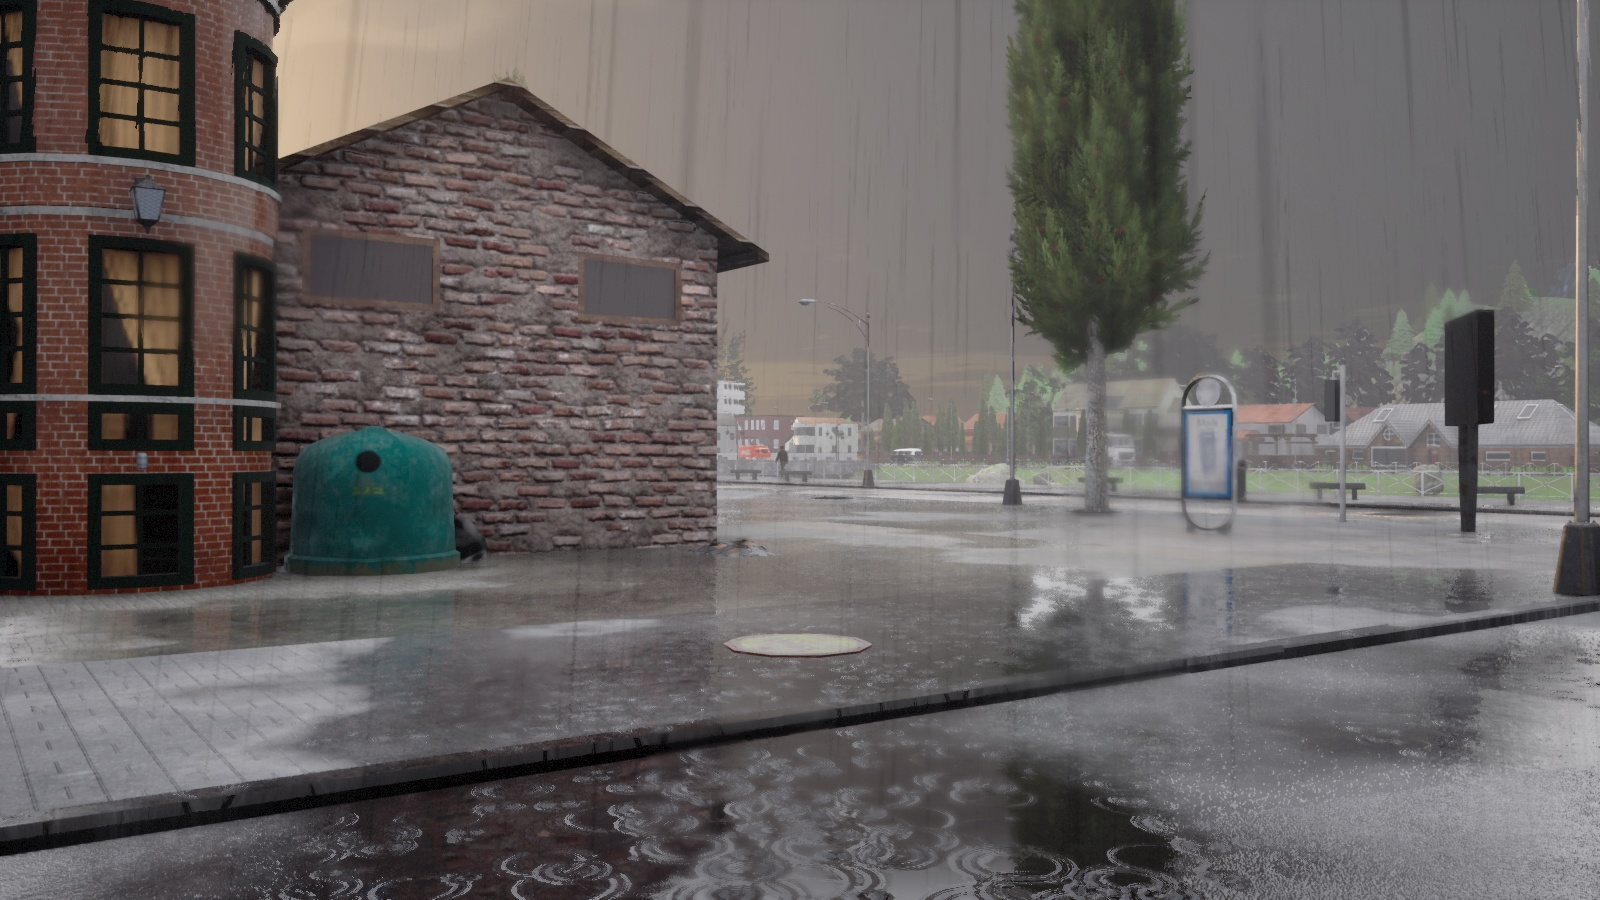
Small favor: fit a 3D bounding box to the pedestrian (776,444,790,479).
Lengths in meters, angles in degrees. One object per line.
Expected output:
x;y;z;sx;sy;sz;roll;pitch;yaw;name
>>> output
-0.911;0.619;66.279;0.431;1.840;0.703;0;0;-30;pedestrian
